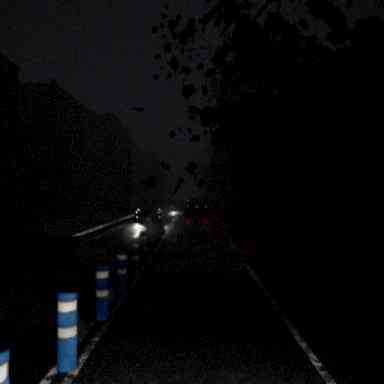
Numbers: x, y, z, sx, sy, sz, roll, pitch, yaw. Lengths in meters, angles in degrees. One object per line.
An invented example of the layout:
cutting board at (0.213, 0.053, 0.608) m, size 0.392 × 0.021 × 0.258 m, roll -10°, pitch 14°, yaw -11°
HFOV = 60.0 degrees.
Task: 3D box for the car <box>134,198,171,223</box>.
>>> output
car at (-3.085, 1.359, 25.792) m, size 2.097 × 1.767 × 4.553 m, roll 0°, pitch 0°, yaw 1°

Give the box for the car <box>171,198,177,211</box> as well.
car at (-2.803, 1.486, 39.934) m, size 1.837 × 1.490 × 4.892 m, roll 0°, pitch 1°, yaw 1°

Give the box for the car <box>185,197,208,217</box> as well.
car at (0.475, 1.349, 31.885) m, size 2.097 × 1.767 × 4.553 m, roll 0°, pitch 0°, yaw 1°

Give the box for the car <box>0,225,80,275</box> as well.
car at (-5.526, 1.626, 9.081) m, size 1.895 × 1.301 × 4.718 m, roll 0°, pitch 0°, yaw 31°

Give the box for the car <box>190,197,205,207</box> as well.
car at (0.835, 1.508, 50.409) m, size 2.033 × 1.411 × 5.357 m, roll 0°, pitch 0°, yaw 1°
